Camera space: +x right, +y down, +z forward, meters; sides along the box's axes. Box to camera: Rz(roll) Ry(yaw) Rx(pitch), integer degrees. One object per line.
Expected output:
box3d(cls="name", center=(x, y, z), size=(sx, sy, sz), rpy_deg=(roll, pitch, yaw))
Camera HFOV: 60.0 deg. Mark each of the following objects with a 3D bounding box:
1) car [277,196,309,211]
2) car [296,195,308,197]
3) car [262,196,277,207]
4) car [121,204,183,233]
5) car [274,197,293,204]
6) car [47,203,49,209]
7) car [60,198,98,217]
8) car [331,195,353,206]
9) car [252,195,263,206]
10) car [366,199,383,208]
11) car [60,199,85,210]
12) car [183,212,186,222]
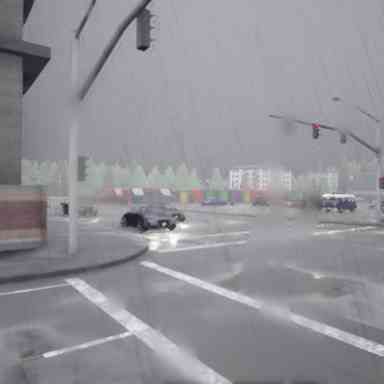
box3d(cls="car", center=(15.289, 1.717, 50.478), size=(3.806, 1.475, 1.970), rpy_deg=(1, 0, -35))
box3d(cls="car", center=(21.097, 1.591, 68.241), size=(4.605, 1.855, 1.932), rpy_deg=(1, 0, -35))
box3d(cls="car", center=(13.615, 1.686, 52.840), size=(3.905, 1.438, 1.784), rpy_deg=(1, 0, -35))
box3d(cls="car", center=(-2.670, 1.581, 19.938), size=(1.994, 1.385, 4.181), rpy_deg=(1, 0, -35))
box3d(cls="car", center=(19.472, 1.802, 70.640), size=(3.905, 1.438, 1.784), rpy_deg=(1, 0, -35))
box3d(cls="car", center=(-21.178, 1.584, 45.784), size=(1.994, 1.385, 4.181), rpy_deg=(1, 0, -35))
box3d(cls="car", center=(-10.359, 1.370, 30.838), size=(2.097, 1.767, 4.553), rpy_deg=(1, 0, -36))
box3d(cls="car", center=(35.376, 1.728, 78.393), size=(3.866, 1.878, 1.905), rpy_deg=(1, 0, -35))
box3d(cls="car", center=(12.023, 1.475, 55.000), size=(4.605, 1.855, 1.932), rpy_deg=(1, 0, -35))
box3d(cls="car", center=(30.944, 1.832, 54.509), size=(3.806, 1.475, 1.970), rpy_deg=(1, 0, -35))
box3d(cls="car", center=(-16.174, 1.646, 44.779), size=(1.895, 1.301, 4.718), rpy_deg=(1, 0, -35))
box3d(cls="car", center=(-2.259, 1.608, 25.400), size=(1.994, 1.385, 4.181), rpy_deg=(1, 0, -36))
